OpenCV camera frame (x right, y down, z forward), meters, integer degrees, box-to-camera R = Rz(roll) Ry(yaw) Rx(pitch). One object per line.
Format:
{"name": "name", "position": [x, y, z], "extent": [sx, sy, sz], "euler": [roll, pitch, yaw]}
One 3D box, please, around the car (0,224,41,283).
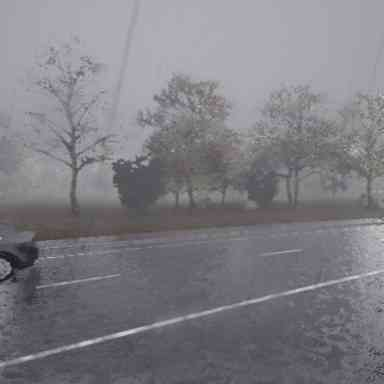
{"name": "car", "position": [-6.315, 1.473, 7.959], "extent": [4.892, 1.490, 1.837], "euler": [0, 0, -35]}
